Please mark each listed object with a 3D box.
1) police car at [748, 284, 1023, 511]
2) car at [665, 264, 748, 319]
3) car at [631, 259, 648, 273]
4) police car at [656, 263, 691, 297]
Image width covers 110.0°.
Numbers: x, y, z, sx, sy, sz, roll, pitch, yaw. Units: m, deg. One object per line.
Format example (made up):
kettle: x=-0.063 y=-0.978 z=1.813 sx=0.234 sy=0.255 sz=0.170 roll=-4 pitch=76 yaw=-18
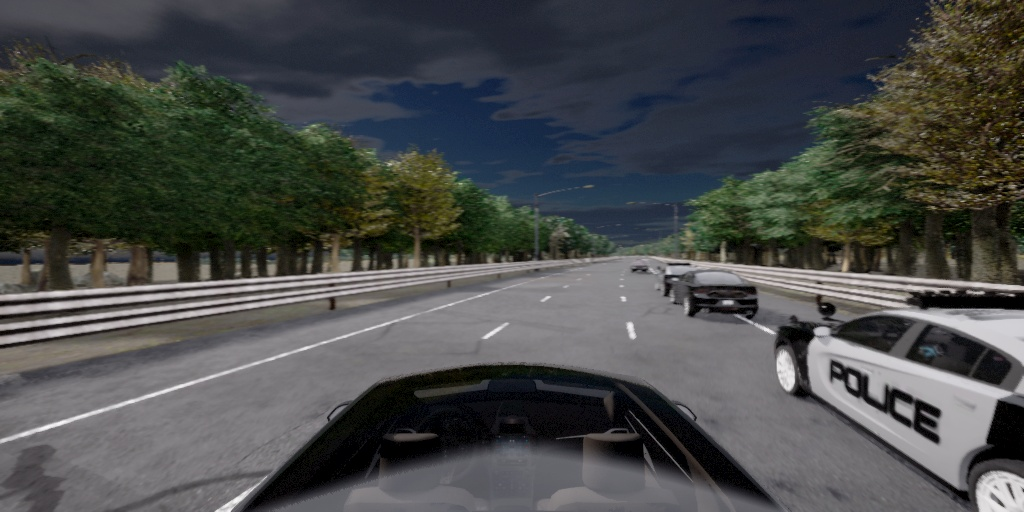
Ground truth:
police car: x=4.404 y=1.154 z=3.445 sx=1.930 sy=1.638 sz=5.238 roll=0 pitch=0 yaw=15
car: x=6.971 y=1.209 z=12.837 sx=1.882 sy=1.535 sz=5.008 roll=0 pitch=0 yaw=16
car: x=15.083 y=1.347 z=42.477 sx=1.895 sy=1.301 sz=4.718 roll=0 pitch=0 yaw=19
police car: x=8.631 y=1.158 z=18.622 sx=1.930 sy=1.638 sz=5.238 roll=0 pitch=0 yaw=16
